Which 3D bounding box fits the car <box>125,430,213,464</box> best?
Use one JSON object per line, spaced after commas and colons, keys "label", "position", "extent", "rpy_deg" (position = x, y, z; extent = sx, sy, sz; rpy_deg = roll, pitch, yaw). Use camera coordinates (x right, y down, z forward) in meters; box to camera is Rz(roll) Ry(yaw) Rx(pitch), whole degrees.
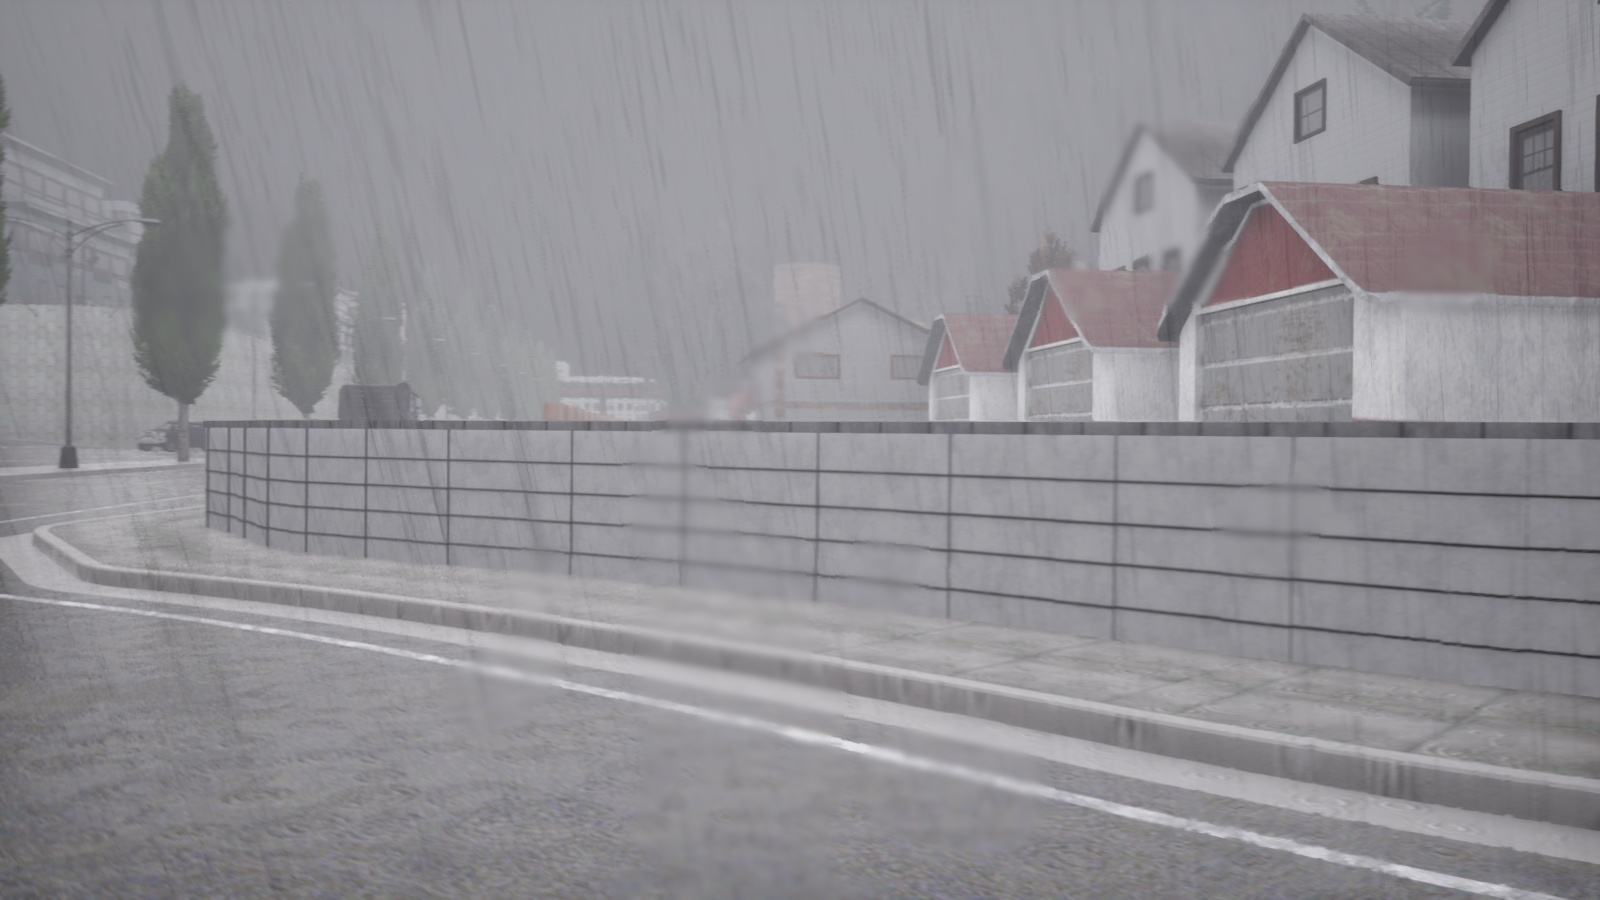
{"label": "car", "position": [-36.001, -0.151, 71.825], "extent": [1.932, 1.855, 4.605], "rpy_deg": [1, 0, 15]}

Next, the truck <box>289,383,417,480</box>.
{"label": "truck", "position": [-17.245, -0.710, 49.017], "extent": [2.891, 3.462, 7.936], "rpy_deg": [-1, 1, -6]}
